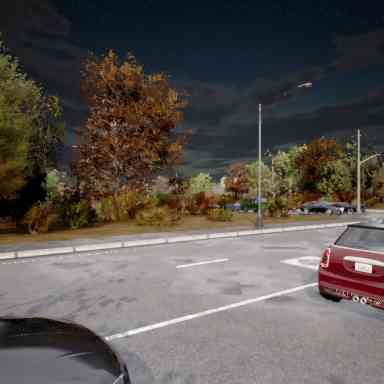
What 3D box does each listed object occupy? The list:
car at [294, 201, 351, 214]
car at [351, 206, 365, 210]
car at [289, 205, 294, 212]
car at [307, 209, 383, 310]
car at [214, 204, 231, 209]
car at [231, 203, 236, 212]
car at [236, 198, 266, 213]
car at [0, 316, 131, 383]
[{"bbox_3d":[14.052,1.708,36.044,2.128,1.511,4.902,0,-1,-32],"label":"car"},{"bbox_3d":[17.093,1.826,37.790,1.895,1.301,4.718,0,-1,-32],"label":"car"},{"bbox_3d":[12.107,2.009,45.779,1.882,1.535,5.008,0,-3,-32],"label":"car"},{"bbox_3d":[4.773,1.362,7.098,4.553,1.767,2.097,0,0,-35],"label":"car"},{"bbox_3d":[3.626,2.635,52.773,1.895,1.301,4.718,0,-3,-32],"label":"car"},{"bbox_3d":[6.896,2.563,54.135,2.033,1.411,5.357,0,-3,-32],"label":"car"},{"bbox_3d":[8.823,1.767,44.433,2.150,2.045,5.566,0,-3,-32],"label":"car"},{"bbox_3d":[-2.718,1.492,1.814,4.902,1.511,2.128,0,0,-35],"label":"car"}]
